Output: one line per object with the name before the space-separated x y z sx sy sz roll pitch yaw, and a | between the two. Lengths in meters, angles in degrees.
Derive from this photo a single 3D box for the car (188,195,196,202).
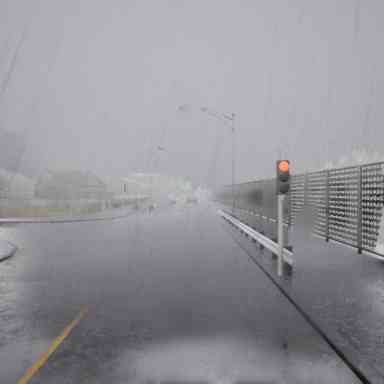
car | -0.031 1.478 77.771 1.882 1.535 5.008 0 0 0

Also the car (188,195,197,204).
car | 0.077 1.492 66.050 2.128 1.511 4.902 0 0 0

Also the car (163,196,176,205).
car | -4.090 1.478 61.023 1.882 1.535 5.008 0 0 0

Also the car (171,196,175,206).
car | -4.113 1.564 50.570 1.994 1.385 4.181 0 0 0

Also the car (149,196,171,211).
car | -4.113 1.491 40.632 2.128 1.511 4.902 0 0 0
